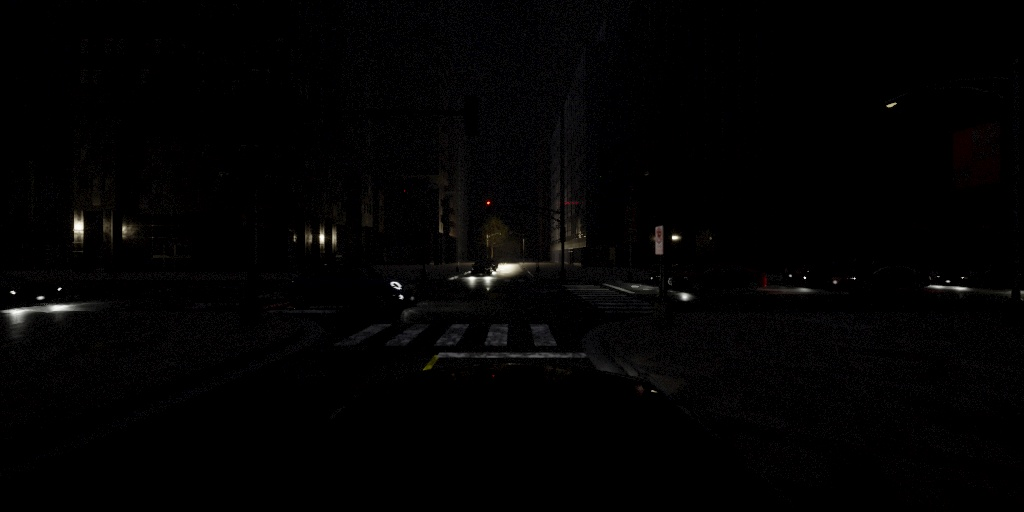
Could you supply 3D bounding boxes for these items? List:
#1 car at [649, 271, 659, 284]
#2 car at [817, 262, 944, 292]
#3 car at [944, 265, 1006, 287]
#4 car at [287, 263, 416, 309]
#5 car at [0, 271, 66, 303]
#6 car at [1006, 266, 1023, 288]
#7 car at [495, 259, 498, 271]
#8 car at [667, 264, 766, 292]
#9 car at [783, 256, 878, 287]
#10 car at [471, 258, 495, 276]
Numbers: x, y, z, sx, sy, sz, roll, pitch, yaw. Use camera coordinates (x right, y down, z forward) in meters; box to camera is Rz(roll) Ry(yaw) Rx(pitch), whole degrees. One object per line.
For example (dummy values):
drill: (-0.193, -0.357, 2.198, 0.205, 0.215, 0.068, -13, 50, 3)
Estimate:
car: (11.846, 1.258, 24.225, 4.892, 1.490, 1.837, 0, 0, -1)
car: (21.324, 1.262, 20.929, 4.902, 1.511, 2.128, 0, 0, 0)
car: (32.032, 1.327, 24.133, 5.357, 1.411, 2.033, 0, 0, 0)
car: (-6.244, 1.103, 14.326, 4.553, 1.767, 2.097, 0, 0, 0)
car: (-21.532, 1.291, 14.382, 5.357, 1.411, 2.033, 0, 0, 0)
car: (33.182, 1.010, 20.878, 5.566, 2.045, 2.150, 0, 0, 0)
car: (-3.131, 1.101, 47.320, 2.097, 1.767, 4.553, 0, 0, 0)
car: (12.000, 1.237, 20.969, 5.008, 1.535, 1.882, 0, 0, 1)
car: (21.577, 0.987, 24.164, 5.566, 2.045, 2.150, 0, 0, 1)
car: (-3.114, 1.227, 37.539, 1.882, 1.535, 5.008, 0, 0, 1)
